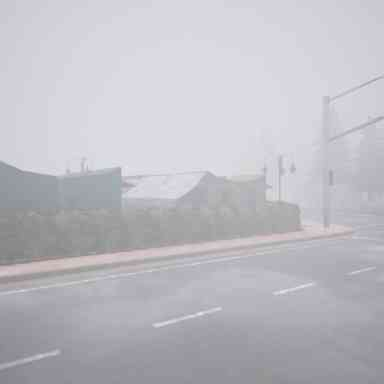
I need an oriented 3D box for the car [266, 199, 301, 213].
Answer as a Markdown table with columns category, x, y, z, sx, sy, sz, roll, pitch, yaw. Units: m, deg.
| category | x | y | z | sx | sy | sz | roll | pitch | yaw |
| --- | --- | --- | --- | --- | --- | --- | --- | --- | --- |
| car | 8.630 | 1.491 | 33.723 | 2.128 | 1.511 | 4.902 | 0 | 0 | -37 |
